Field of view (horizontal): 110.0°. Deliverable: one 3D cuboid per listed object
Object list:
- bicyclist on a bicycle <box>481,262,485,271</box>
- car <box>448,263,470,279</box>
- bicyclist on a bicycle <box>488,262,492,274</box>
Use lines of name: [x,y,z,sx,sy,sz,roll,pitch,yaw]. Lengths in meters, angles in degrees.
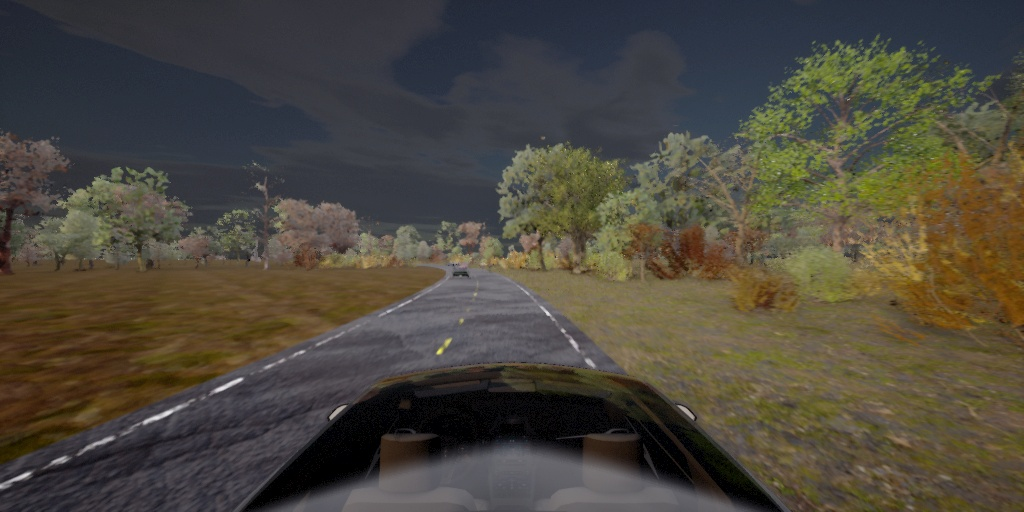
bicyclist on a bicycle: [-4.750,1.710,58.515,0.866,1.612,1.509,-1,-1,-12]
car: [-5.351,1.700,37.664,1.895,1.301,4.718,0,-1,-7]
bicyclist on a bicycle: [-3.051,1.640,49.225,0.582,1.620,1.656,-1,-1,-10]
